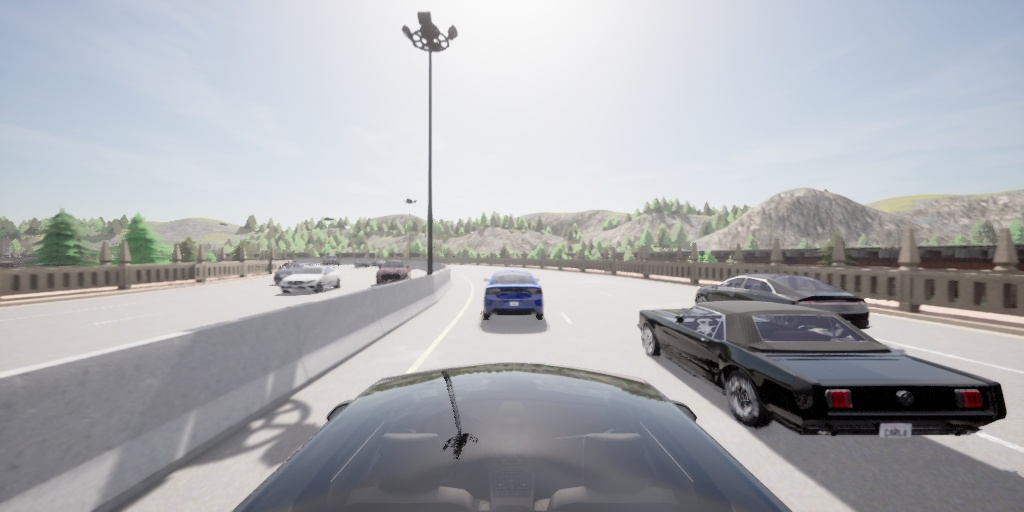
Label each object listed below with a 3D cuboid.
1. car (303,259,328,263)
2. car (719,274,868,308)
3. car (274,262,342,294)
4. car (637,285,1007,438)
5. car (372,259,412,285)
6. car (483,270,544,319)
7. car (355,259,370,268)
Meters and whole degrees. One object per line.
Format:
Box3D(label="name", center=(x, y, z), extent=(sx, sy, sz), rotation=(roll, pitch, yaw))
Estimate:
Box3D(label="car", center=(-15.666, 1.238, 26.388), extent=(2.128, 1.511, 4.902), rotation=(0, 0, -11))
Box3D(label="car", center=(7.059, 1.240, 10.094), extent=(2.128, 1.511, 4.902), rotation=(0, 0, -1))
Box3D(label="car", center=(-11.269, 1.273, 20.497), extent=(1.812, 1.442, 4.674), rotation=(0, 0, -6))
Box3D(label="car", center=(3.597, 1.350, 5.582), extent=(1.895, 1.301, 4.718), rotation=(0, 0, 0))
Box3D(label="car", center=(-8.580, 1.098, 26.367), extent=(2.097, 1.767, 4.553), rotation=(0, 0, -10))
Box3D(label="car", center=(-0.012, 1.226, 12.796), extent=(1.882, 1.535, 5.008), rotation=(0, 0, -2))
Box3D(label="car", center=(-24.589, 1.244, 58.999), extent=(1.837, 1.490, 4.892), rotation=(0, 0, -31))
